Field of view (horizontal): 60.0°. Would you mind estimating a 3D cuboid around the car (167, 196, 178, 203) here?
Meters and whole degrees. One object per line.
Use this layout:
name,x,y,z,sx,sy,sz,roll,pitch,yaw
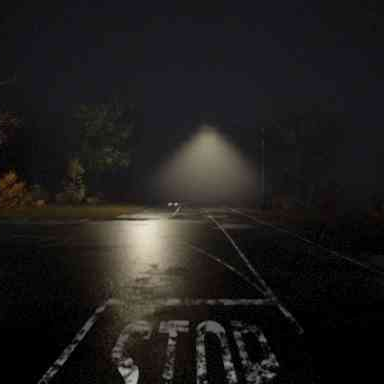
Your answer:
car,-3.814,1.567,66.083,1.994,1.385,4.181,0,0,-1
